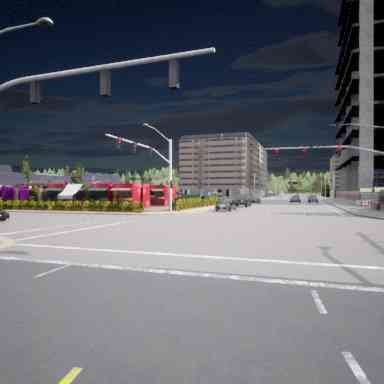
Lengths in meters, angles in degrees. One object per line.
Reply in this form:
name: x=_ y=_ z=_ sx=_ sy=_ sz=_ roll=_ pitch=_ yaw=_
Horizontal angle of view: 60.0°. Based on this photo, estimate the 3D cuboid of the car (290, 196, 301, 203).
car: x=21.519 y=1.555 z=69.236 sx=1.994 sy=1.385 sz=4.181 roll=0 pitch=0 yaw=19

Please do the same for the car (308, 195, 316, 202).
car: x=28.018 y=1.524 z=77.657 sx=1.812 sy=1.442 sz=4.674 roll=0 pitch=0 yaw=19

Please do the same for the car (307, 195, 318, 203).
car: x=24.729 y=1.541 z=67.801 sx=2.033 sy=1.411 sz=5.357 roll=0 pitch=0 yaw=19

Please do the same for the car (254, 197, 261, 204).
car: x=11.781 y=1.564 z=62.466 sx=1.994 sy=1.385 sz=4.181 roll=0 pitch=0 yaw=18

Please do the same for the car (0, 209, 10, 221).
car: x=-16.477 y=1.619 z=26.074 sx=4.181 sy=1.385 sz=1.994 roll=0 pitch=0 yaw=19

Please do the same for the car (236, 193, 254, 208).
car: x=7.485 y=1.221 z=49.780 sx=2.150 sy=2.045 sz=5.566 roll=0 pitch=0 yaw=18

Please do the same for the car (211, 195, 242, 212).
car: x=4.116 y=1.491 z=39.756 sx=2.128 sy=1.511 sz=4.902 roll=0 pitch=0 yaw=19

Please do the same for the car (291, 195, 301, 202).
car: x=24.596 y=1.540 z=78.461 sx=2.033 sy=1.411 sz=5.357 roll=0 pitch=0 yaw=19
